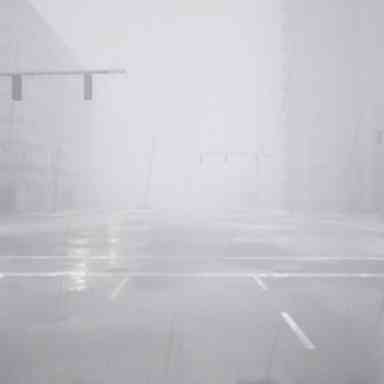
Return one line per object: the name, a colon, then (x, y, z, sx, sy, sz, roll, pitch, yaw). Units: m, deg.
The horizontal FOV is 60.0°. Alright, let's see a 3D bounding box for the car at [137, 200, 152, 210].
car: (-7.018, 1.974, 49.786, 2.033, 1.411, 5.357, 0, 0, 0)
